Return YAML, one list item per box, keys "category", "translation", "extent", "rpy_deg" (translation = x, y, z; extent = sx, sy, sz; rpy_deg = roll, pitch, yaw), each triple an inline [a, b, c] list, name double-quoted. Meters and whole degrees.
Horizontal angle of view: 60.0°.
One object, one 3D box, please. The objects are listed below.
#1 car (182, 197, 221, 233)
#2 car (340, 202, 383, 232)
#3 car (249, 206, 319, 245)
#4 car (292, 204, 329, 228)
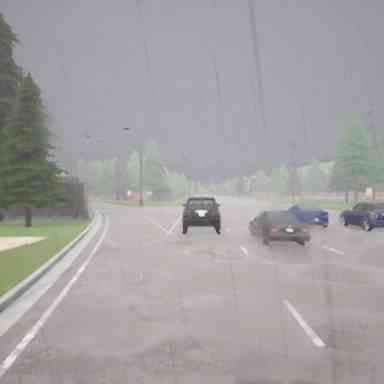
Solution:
- category: "car"
  translation: [0.568, 1.301, 20.460]
  extent: [2.150, 2.045, 5.566]
  rpy_deg: [0, 0, 1]
- category: "car"
  translation: [11.079, 1.403, 20.771]
  extent: [2.097, 1.767, 4.553]
  rpy_deg: [0, 0, 1]
- category: "car"
  translation: [3.975, 1.599, 15.840]
  extent: [2.033, 1.411, 5.357]
  rpy_deg: [0, 0, 1]
- category: "car"
  translation: [7.616, 1.546, 22.704]
  extent: [1.882, 1.535, 5.008]
  rpy_deg: [0, 0, 1]
